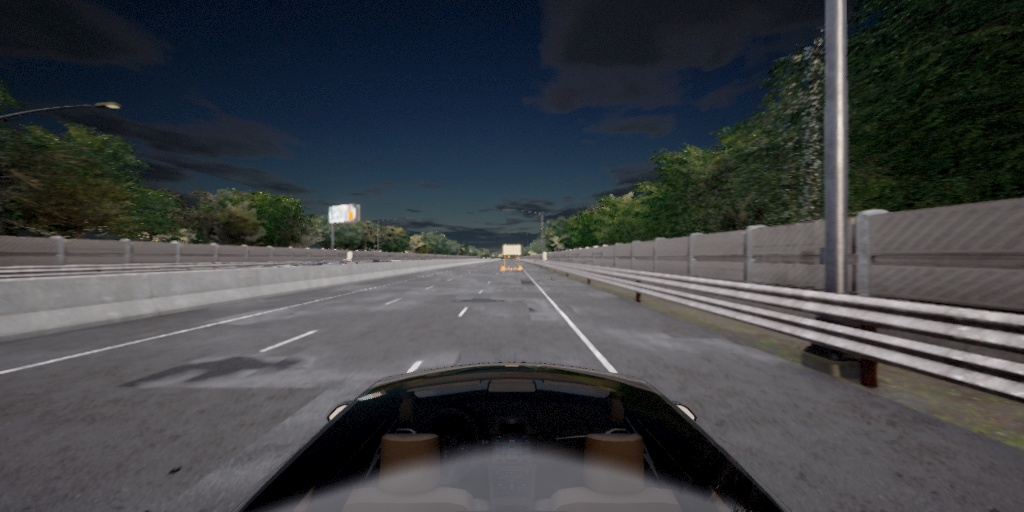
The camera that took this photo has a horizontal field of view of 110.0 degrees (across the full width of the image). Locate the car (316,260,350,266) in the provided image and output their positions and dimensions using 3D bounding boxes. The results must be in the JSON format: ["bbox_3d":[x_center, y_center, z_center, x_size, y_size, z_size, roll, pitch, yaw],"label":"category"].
[{"bbox_3d":[-21.057,1.365,43.580,2.033,1.411,5.357,0,0,1],"label":"car"}]

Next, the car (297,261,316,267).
[{"bbox_3d":[-24.554,1.311,44.229,2.128,1.511,4.902,0,0,1],"label":"car"}]

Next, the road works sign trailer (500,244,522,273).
[{"bbox_3d":[-0.008,0.283,44.394,2.380,3.560,2.880,0,0,0],"label":"road works sign trailer"}]

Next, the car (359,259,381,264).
[{"bbox_3d":[-17.558,1.171,44.104,2.097,1.767,4.553,0,0,1],"label":"car"}]
